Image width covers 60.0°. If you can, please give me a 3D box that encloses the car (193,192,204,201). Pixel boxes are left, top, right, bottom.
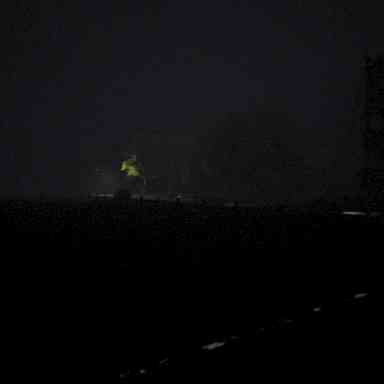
[{"bbox_3d":[1.976,0.816,59.115,2.128,1.511,4.902,0,1,-33],"label":"car"}]

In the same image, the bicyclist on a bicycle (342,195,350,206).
[{"bbox_3d":[18.338,1.180,39.666,1.656,1.620,0.582,0,1,-33],"label":"bicyclist on a bicycle"}]

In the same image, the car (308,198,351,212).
[{"bbox_3d":[14.313,1.317,34.890,1.994,1.385,4.181,0,1,-33],"label":"car"}]

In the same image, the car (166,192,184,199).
[{"bbox_3d":[-3.427,0.672,67.296,1.837,1.490,4.892,0,1,-33],"label":"car"}]

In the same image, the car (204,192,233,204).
[{"bbox_3d":[4.229,0.988,50.371,1.812,1.442,4.674,0,1,-33],"label":"car"}]
